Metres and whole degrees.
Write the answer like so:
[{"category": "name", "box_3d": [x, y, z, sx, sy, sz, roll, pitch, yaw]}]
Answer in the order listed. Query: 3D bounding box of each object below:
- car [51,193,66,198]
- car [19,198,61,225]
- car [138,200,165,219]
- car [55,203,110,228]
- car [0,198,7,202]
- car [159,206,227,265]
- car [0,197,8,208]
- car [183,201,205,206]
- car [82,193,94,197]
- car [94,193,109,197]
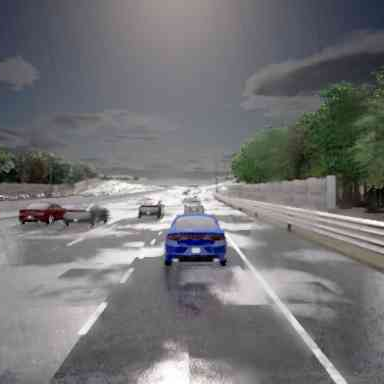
[{"category": "car", "box_3d": [-30.924, 0.957, 77.135, 1.994, 1.385, 4.181, 0, 1, 1]}, {"category": "car", "box_3d": [-10.347, 1.451, 23.694, 1.882, 1.535, 5.008, 0, 0, 0]}, {"category": "car", "box_3d": [-3.424, 1.450, 28.672, 2.128, 1.511, 4.902, 0, 0, 0]}, {"category": "car", "box_3d": [-6.854, 1.464, 22.085, 2.128, 1.511, 4.902, 0, 0, 0]}, {"category": "car", "box_3d": [-20.964, 1.529, 35.541, 1.994, 1.385, 4.181, 0, 0, 1]}, {"category": "car", "box_3d": [0.114, 1.460, 11.669, 1.882, 1.535, 5.008, 0, 0, 0]}, {"category": "car", "box_3d": [-27.854, 1.443, 45.891, 2.128, 1.511, 4.902, 0, 0, 1]}, {"category": "car", "box_3d": [0.184, 1.500, 30.145, 2.033, 1.411, 5.357, 0, 0, 0]}, {"category": "car", "box_3d": [-23.925, 0.876, 77.024, 1.882, 1.535, 5.008, 0, 1, 1]}, {"category": "car", "box_3d": [-20.426, 0.948, 76.971, 1.994, 1.385, 4.181, 0, 1, 1]}]
